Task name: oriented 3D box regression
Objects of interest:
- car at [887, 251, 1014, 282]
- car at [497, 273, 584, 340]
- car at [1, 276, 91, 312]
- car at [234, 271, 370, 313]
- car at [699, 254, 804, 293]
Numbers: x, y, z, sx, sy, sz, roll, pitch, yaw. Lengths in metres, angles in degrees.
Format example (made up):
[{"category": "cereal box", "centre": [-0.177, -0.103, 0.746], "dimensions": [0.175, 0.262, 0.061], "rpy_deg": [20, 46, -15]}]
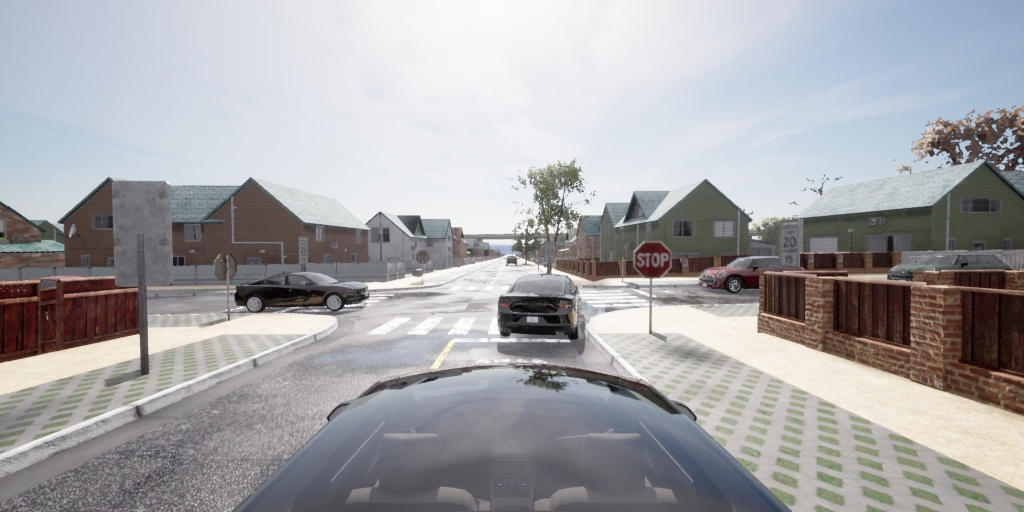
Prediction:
[{"category": "car", "centre": [21.696, 0.645, 17.857], "dimensions": [4.553, 1.767, 2.097], "rpy_deg": [-1, 2, 0]}, {"category": "car", "centre": [0.955, 1.224, 10.169], "dimensions": [1.882, 1.535, 5.008], "rpy_deg": [0, 0, 12]}, {"category": "car", "centre": [-18.025, 1.547, 14.627], "dimensions": [5.008, 1.535, 1.882], "rpy_deg": [-1, 2, 0]}, {"category": "car", "centre": [-8.473, 1.377, 14.692], "dimensions": [5.008, 1.535, 1.882], "rpy_deg": [-1, 2, 0]}, {"category": "car", "centre": [11.801, 0.820, 17.782], "dimensions": [4.553, 1.767, 2.097], "rpy_deg": [-1, 2, 0]}]
